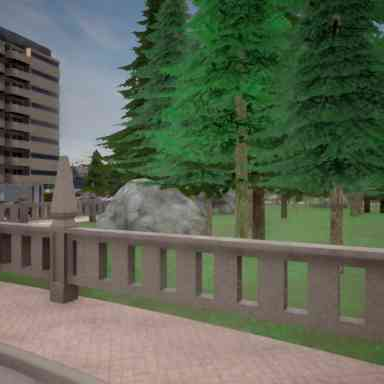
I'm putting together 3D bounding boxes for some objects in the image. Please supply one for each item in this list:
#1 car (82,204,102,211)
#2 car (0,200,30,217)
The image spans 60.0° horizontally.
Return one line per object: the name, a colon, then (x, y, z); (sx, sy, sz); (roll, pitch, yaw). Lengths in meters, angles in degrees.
car: (-13.141, 1.408, 41.071); (2.097, 1.767, 4.553); (0, 0, 26)
car: (-17.348, 1.619, 32.241); (1.994, 1.385, 4.181); (0, 0, 26)
